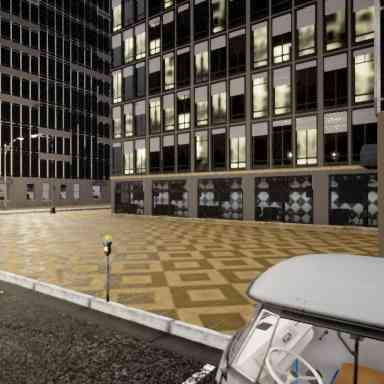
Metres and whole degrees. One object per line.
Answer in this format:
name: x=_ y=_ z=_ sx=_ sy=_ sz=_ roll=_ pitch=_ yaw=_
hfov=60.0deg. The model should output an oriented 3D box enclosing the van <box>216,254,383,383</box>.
van: x=1.940 y=1.341 z=1.495 sx=3.998 sy=1.788 sz=1.690 roll=0 pitch=0 yaw=35
